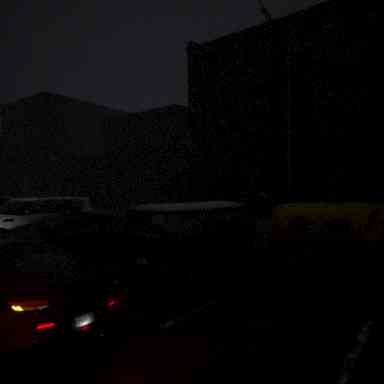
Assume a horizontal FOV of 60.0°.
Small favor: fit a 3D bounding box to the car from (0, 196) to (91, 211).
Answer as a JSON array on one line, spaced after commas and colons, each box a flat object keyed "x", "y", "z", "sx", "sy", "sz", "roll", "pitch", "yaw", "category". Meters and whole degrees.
[{"x": -6.609, "y": 1.206, "z": 13.731, "sx": 2.435, "sy": 2.045, "sz": 5.566, "roll": 0, "pitch": 0, "yaw": 36, "category": "car"}]

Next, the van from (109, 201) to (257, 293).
[{"x": 0.184, "y": 1.251, "z": 9.001, "sx": 1.878, "sy": 1.987, "sz": 4.442, "roll": 0, "pitch": 0, "yaw": 36, "category": "van"}]

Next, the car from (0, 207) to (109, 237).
[{"x": -4.375, "y": 1.495, "z": 12.116, "sx": 2.163, "sy": 1.488, "sz": 4.792, "roll": 0, "pitch": 0, "yaw": 36, "category": "car"}]

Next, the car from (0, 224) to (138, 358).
[{"x": -3.291, "y": 1.520, "z": 5.767, "sx": 4.674, "sy": 1.442, "sz": 1.812, "roll": 0, "pitch": 0, "yaw": 36, "category": "car"}]
